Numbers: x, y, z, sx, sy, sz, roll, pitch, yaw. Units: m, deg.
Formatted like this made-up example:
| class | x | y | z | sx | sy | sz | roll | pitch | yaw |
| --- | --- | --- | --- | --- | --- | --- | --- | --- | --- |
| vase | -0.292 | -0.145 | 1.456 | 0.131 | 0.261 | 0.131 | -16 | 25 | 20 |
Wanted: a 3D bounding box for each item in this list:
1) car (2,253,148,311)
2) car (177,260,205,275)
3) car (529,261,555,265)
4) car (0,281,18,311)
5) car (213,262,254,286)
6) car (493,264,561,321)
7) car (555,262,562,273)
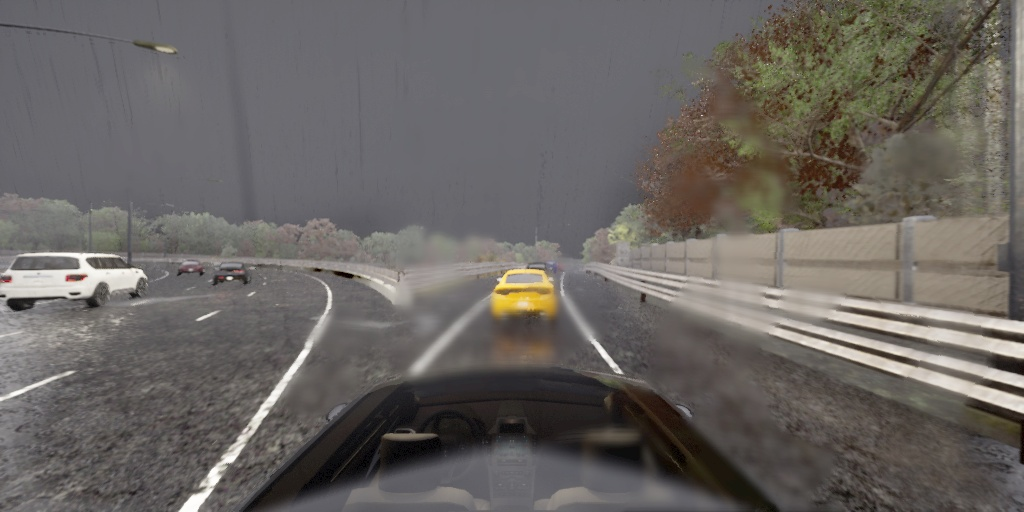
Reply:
| class | x | y | z | sx | sy | sz | roll | pitch | yaw |
| --- | --- | --- | --- | --- | --- | --- | --- | --- | --- |
| car | -17.095 | 0.911 | 14.390 | 2.150 | 2.045 | 5.566 | 0 | 0 | -27 |
| car | -32.056 | 1.143 | 35.844 | 1.812 | 1.442 | 4.674 | 0 | 0 | -41 |
| car | 1.911 | 1.211 | 25.800 | 1.837 | 1.490 | 4.892 | 0 | 0 | 8 |
| car | -8.466 | 1.231 | 3.500 | 1.837 | 1.490 | 4.892 | 0 | 0 | -21 |
| car | -19.266 | 1.170 | 24.870 | 1.837 | 1.490 | 4.892 | 0 | 0 | -32 |
| car | 0.494 | 1.207 | 12.519 | 1.882 | 1.535 | 5.008 | 0 | 0 | 4 |
| car | 4.568 | 1.348 | 42.482 | 1.882 | 1.535 | 5.008 | 0 | -1 | 9 |
